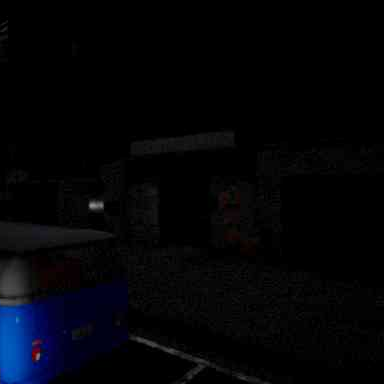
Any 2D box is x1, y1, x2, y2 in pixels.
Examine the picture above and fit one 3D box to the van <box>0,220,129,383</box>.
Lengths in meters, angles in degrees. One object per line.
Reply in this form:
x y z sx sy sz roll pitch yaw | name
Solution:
-2.735 1.338 4.795 3.998 1.788 1.690 0 0 35 | van
